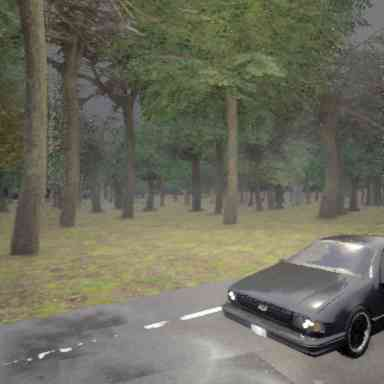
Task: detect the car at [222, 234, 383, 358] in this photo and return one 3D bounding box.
[{"bbox_3d":[3.108,1.542,6.165,5.357,1.411,2.033,0,0,-35],"label":"car"}]
